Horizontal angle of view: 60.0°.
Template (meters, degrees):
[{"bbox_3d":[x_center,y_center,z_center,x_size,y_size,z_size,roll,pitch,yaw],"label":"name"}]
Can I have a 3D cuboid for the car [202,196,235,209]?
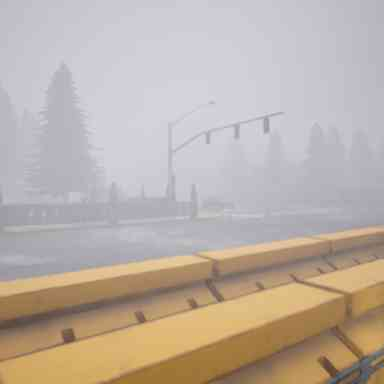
[{"bbox_3d":[3.047,1.244,39.652,1.812,1.442,4.674,-1,0,-35],"label":"car"}]
